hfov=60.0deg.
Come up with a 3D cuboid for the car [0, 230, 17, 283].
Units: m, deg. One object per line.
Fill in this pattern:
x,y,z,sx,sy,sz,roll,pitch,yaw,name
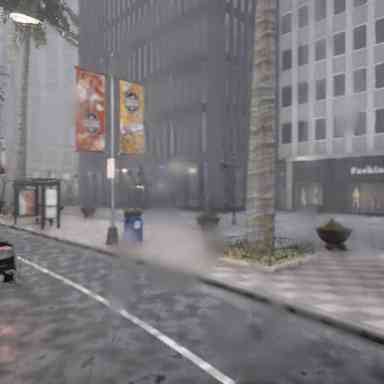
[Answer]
-6.039,1.455,8.655,2.128,1.511,4.902,0,0,-41,car
